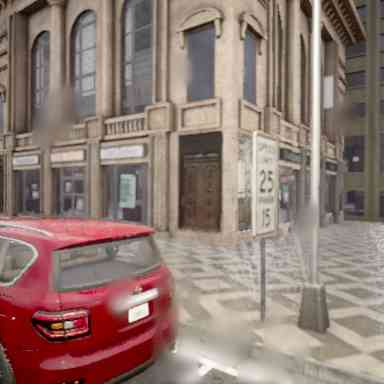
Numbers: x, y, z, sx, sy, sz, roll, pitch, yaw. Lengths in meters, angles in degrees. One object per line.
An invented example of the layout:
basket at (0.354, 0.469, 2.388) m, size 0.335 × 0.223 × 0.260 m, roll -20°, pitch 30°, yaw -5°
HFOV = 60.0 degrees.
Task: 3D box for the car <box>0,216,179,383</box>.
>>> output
car at (-2.482, 1.267, 4.737) m, size 5.009 × 1.841 × 2.192 m, roll 1°, pitch 0°, yaw 36°
